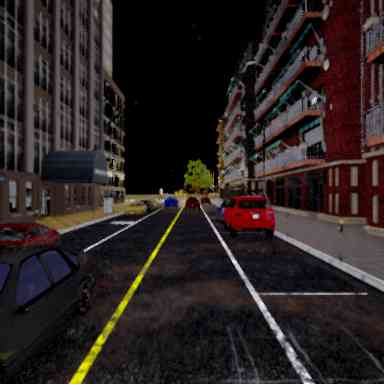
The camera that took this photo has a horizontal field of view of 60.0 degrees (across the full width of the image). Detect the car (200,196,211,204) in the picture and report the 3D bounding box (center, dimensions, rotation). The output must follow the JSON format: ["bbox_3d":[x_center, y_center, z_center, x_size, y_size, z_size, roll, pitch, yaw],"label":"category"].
[{"bbox_3d":[2.576,1.575,65.205,2.008,1.369,4.403,0,0,0],"label":"car"}]

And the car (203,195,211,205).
[{"bbox_3d":[2.576,1.604,59.678,1.802,1.307,4.206,0,0,0],"label":"car"}]

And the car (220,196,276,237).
[{"bbox_3d":[2.984,1.236,18.258,2.150,2.045,5.566,0,0,0],"label":"car"}]

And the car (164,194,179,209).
[{"bbox_3d":[-2.825,1.496,46.303,1.882,1.535,5.008,0,0,0],"label":"car"}]

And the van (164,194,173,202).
[{"bbox_3d":[-5.333,1.368,76.310,1.690,1.788,3.998,0,0,0],"label":"van"}]

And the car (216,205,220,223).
[{"bbox_3d":[2.991,1.363,25.198,2.097,1.767,4.553,0,0,0],"label":"car"}]

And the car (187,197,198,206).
[{"bbox_3d":[0.035,1.547,57.691,1.812,1.442,4.674,0,0,0],"label":"car"}]

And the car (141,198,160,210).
[{"bbox_3d":[-5.307,1.542,42.943,1.752,1.417,4.829,0,0,0],"label":"car"}]

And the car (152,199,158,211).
[{"bbox_3d":[-5.308,1.581,37.580,1.947,1.339,4.313,0,0,0],"label":"car"}]

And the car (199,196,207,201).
[{"bbox_3d":[2.676,1.579,81.783,2.008,1.369,4.403,0,0,0],"label":"car"}]

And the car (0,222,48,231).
[{"bbox_3d":[-5.311,1.587,9.915,1.802,1.307,4.206,0,0,0],"label":"car"}]

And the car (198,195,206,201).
[{"bbox_3d":[2.709,1.575,89.712,1.887,1.381,4.507,0,0,0],"label":"car"}]

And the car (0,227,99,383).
[{"bbox_3d":[-2.849,1.550,4.766,2.033,1.411,5.357,0,0,0],"label":"car"}]

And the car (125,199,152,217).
[{"bbox_3d":[-5.308,1.538,31.877,1.752,1.417,4.829,0,0,0],"label":"car"}]

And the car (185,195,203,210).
[{"bbox_3d":[0.079,1.494,42.839,1.882,1.535,5.008,0,0,0],"label":"car"}]
